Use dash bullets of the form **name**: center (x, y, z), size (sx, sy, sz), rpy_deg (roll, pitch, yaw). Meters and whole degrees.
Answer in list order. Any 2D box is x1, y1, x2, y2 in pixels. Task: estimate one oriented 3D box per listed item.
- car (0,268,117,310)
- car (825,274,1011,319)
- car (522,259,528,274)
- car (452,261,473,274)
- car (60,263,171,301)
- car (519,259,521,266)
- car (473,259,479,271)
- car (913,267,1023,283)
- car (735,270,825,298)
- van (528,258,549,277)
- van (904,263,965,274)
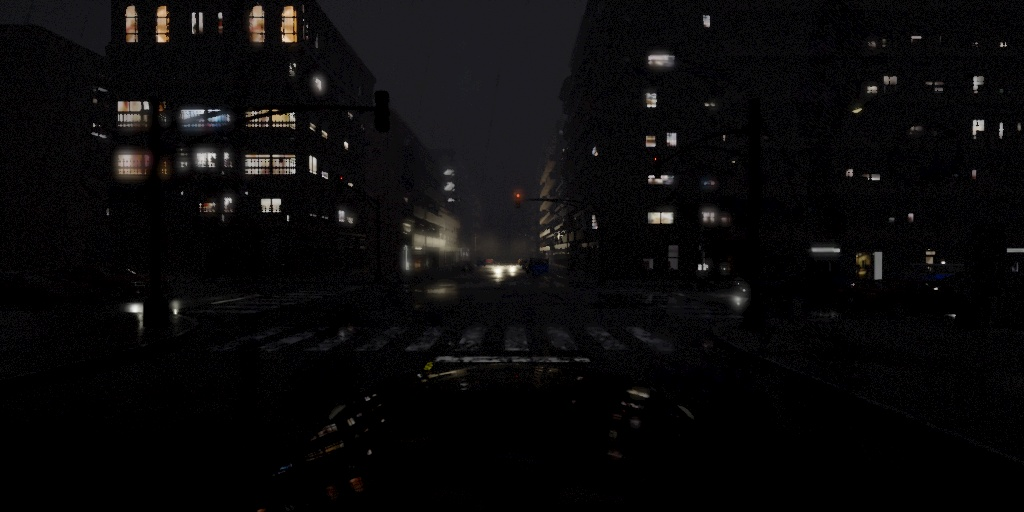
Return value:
- **car**: center (-17.756, 1.215, 13.212), size (4.207, 1.307, 1.802), rpy_deg (0, 0, 0)
- **car**: center (14.696, 1.498, 13.194), size (4.507, 1.381, 1.888), rpy_deg (0, 0, 0)
- **car**: center (2.679, 1.091, 41.451), size (2.192, 1.841, 5.009), rpy_deg (0, 0, 0)
- **car**: center (-5.888, 1.358, 41.490), size (1.802, 1.307, 4.207), rpy_deg (0, 0, 0)
- **car**: center (-18.007, 1.086, 15.794), size (5.008, 1.535, 1.882), rpy_deg (1, 0, 0)
- **car**: center (2.615, 1.252, 58.012), size (1.967, 1.591, 4.097), rpy_deg (0, 0, 0)
- **car**: center (-5.895, 1.352, 47.012), size (1.948, 1.339, 4.313), rpy_deg (0, 0, 0)
- **car**: center (24.865, 1.516, 18.981), size (4.892, 1.490, 1.837), rpy_deg (1, 0, 0)
- **car**: center (14.955, 1.453, 18.987), size (5.357, 1.411, 2.033), rpy_deg (1, 0, 0)
- **van**: center (2.774, 1.109, 35.954), size (1.690, 1.789, 3.998), rpy_deg (0, 0, 0)
- **van**: center (26.071, 1.342, 21.558), size (3.998, 1.789, 1.690), rpy_deg (0, 0, 0)
